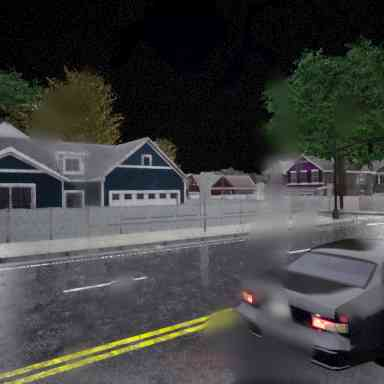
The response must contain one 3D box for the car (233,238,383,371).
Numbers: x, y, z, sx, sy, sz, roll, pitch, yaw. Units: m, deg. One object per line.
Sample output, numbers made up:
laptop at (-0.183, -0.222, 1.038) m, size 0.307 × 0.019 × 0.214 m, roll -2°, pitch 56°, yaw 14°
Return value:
car at (3.158, 1.539, 5.719) m, size 5.357 × 1.411 × 2.033 m, roll 0°, pitch 0°, yaw -36°
